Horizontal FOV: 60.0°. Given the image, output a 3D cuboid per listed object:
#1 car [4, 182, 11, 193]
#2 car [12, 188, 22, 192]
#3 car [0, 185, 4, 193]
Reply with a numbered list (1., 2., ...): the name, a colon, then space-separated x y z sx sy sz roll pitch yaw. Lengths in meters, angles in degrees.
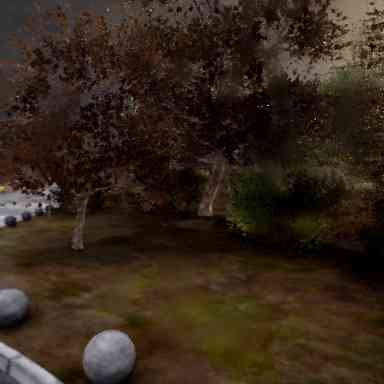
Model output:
1. car: -28.867 -0.515 48.168 1.946 1.575 5.366 1 3 1
2. car: -28.787 -1.066 53.955 2.435 2.045 5.566 1 3 1
3. car: -16.684 0.628 24.912 2.150 2.045 5.566 1 3 -6
